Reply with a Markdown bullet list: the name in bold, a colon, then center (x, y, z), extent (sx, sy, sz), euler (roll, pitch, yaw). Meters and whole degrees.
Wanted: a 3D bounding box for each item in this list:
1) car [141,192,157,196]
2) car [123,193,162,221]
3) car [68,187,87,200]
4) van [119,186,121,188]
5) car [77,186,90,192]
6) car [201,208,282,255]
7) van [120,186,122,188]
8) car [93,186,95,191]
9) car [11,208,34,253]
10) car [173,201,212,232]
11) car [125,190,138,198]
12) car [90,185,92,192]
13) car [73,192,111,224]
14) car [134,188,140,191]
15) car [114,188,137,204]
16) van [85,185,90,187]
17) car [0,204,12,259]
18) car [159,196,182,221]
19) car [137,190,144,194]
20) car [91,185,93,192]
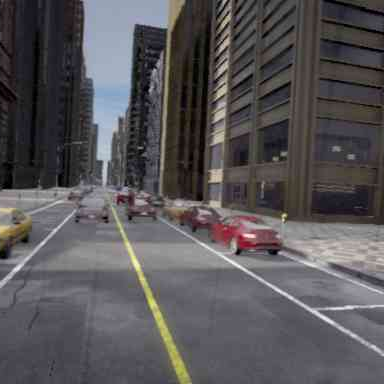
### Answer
- **car**: center (-3.902, 1.004, 34.602), extent (1.947, 1.339, 4.313), euler (3, 1, -15)
- **car**: center (-3.523, 1.100, 22.805), extent (1.812, 1.442, 4.674), euler (3, 1, -15)
- **car**: center (-15.039, 0.345, 43.213), extent (1.802, 1.307, 4.206), euler (3, 1, -15)
- **van**: center (-15.571, -0.265, 77.993), extent (1.690, 1.788, 3.998), euler (3, 1, -15)
- **car**: center (-16.498, 0.198, 48.637), extent (1.947, 1.339, 4.313), euler (3, 1, -15)
- **car**: center (1.937, 1.548, 12.905), extent (1.802, 1.307, 4.206), euler (3, 1, -15)
- **van**: center (-14.111, -0.135, 72.569), extent (1.690, 1.788, 3.998), euler (3, 1, -15)
- **car**: center (-23.799, -0.437, 75.756), extent (1.802, 1.307, 4.206), euler (3, 1, -15)
- **car**: center (-6.233, 1.083, 10.506), extent (1.752, 1.417, 4.829), euler (3, 1, -15)
- **car**: center (0.477, 1.414, 18.329), extent (1.802, 1.307, 4.206), euler (3, 1, -15)
- **car**: center (-11.202, 0.350, 61.723), extent (1.947, 1.339, 4.313), euler (3, 1, -15)
- **car**: center (-19.417, -0.084, 59.484), extent (1.887, 1.381, 4.507), euler (3, 1, -15)
- **car**: center (-5.918, 1.002, 19.953), extent (1.812, 1.442, 4.674), euler (3, 1, -15)
- **car**: center (-6.816, 0.616, 45.449), extent (1.967, 1.590, 4.097), euler (3, 1, -15)
- **car**: center (-7.985, 0.651, 39.423), extent (1.882, 1.535, 5.008), euler (3, 1, -15)
- **van**: center (-17.946, -0.157, 54.058), extent (1.690, 1.788, 3.998), euler (3, 1, -15)
- **car**: center (-4.806, 1.003, 5.244), extent (2.192, 1.841, 5.009), euler (3, 1, -15)
- **car**: center (-1.024, 1.221, 23.917), extent (1.752, 1.417, 4.829), euler (3, 1, -15)
- **car**: center (-5.361, 0.852, 40.026), extent (1.887, 1.381, 4.507), euler (3, 1, -15)
- **car**: center (-20.878, -0.193, 64.908), extent (1.947, 1.339, 4.313), euler (3, 1, -15)
